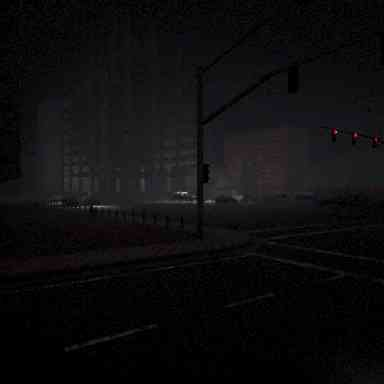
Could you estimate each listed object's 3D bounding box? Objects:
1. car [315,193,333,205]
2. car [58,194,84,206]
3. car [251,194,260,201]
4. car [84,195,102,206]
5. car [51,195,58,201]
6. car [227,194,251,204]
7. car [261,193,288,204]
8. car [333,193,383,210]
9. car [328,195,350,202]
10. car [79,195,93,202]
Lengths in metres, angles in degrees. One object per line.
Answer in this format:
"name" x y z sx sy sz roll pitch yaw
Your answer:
"car" 28.161 1.150 67.504 1.932 1.855 4.605 0 0 -36
"car" -19.322 1.560 52.875 1.837 1.490 4.892 0 0 -36
"car" 12.746 1.361 74.954 1.784 1.438 3.905 0 0 -36
"car" -16.479 1.604 54.915 1.994 1.385 4.181 0 0 -36
"car" -35.971 1.440 88.099 1.812 1.442 4.674 0 0 -36
"car" 10.387 1.392 73.275 1.970 1.475 3.806 0 0 -36
"car" 14.450 1.392 57.628 1.970 1.475 3.806 0 0 -36
"car" 19.990 1.150 40.196 1.932 1.855 4.605 0 0 -36
"car" 30.558 1.361 69.132 1.784 1.438 3.905 0 0 -36
"car" -25.116 1.514 78.958 1.812 1.442 4.674 0 0 -36
